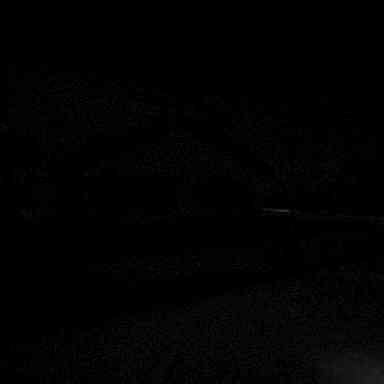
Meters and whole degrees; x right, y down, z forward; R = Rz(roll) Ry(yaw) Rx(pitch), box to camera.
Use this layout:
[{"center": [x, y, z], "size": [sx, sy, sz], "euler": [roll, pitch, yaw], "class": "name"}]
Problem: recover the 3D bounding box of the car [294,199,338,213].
[{"center": [13.472, 1.491, 36.476], "size": [2.128, 1.511, 4.902], "euler": [0, 0, -35], "class": "car"}]
